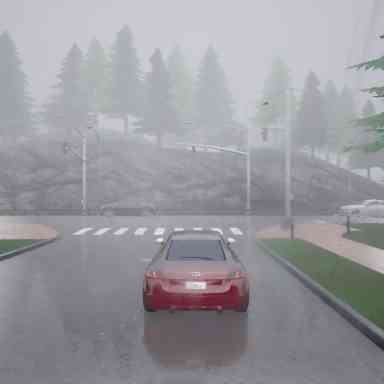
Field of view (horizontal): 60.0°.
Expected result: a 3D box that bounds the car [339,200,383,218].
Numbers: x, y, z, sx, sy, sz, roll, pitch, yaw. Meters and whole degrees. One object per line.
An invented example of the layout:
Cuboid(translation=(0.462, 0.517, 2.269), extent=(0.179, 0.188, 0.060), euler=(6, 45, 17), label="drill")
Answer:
Cuboid(translation=(14.514, 1.364, 27.207), extent=(4.674, 1.442, 1.812), euler=(0, 0, 0), label="car")

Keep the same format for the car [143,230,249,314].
Cuboid(translation=(0.084, 1.564, 7.685), extent=(1.994, 1.385, 4.181), euler=(0, 0, 0), label="car")

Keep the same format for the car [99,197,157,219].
Cuboid(translation=(-5.215, 1.202, 27.243), extent=(4.553, 1.767, 2.097), euler=(0, 0, 0), label="car")
